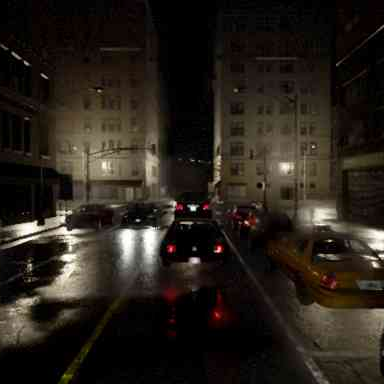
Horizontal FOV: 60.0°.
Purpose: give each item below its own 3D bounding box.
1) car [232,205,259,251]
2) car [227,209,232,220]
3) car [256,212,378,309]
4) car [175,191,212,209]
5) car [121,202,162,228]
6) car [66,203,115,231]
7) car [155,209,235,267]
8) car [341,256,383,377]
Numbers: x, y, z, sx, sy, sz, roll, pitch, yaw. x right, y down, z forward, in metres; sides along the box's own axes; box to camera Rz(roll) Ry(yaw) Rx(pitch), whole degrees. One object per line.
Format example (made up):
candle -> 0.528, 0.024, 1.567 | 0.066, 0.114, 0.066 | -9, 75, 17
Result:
car -> 2.919, 1.404, 13.081 | 1.947, 1.339, 4.313 | -1, 1, 0
car -> 2.942, 1.352, 18.666 | 1.802, 1.307, 4.206 | -1, 1, 0
car -> 2.896, 1.428, 7.664 | 1.752, 1.417, 4.829 | -1, 1, 0
car -> 0.081, 0.969, 20.833 | 2.150, 2.045, 5.566 | 0, 1, 0
car -> -2.923, 1.326, 20.007 | 1.994, 1.385, 4.181 | 0, 1, 0
car -> -5.603, 1.326, 18.698 | 1.887, 1.381, 4.507 | -1, 1, 0
car -> 0.090, 1.469, 10.846 | 1.895, 1.301, 4.718 | 0, 1, 0
car -> 2.873, 1.523, 1.909 | 2.008, 1.369, 4.403 | -1, 1, 0
